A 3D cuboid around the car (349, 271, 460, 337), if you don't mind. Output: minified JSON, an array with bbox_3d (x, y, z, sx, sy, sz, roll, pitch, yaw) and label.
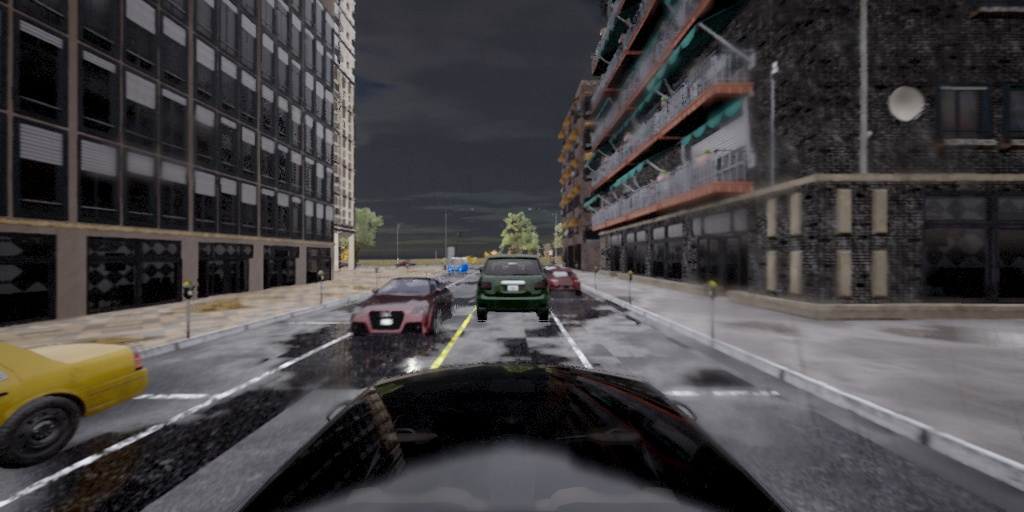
[{"bbox_3d":[-2.846,1.301,10.119,1.994,1.385,4.181,0,0,0],"label":"car"}]

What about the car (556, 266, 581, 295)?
[{"bbox_3d":[2.570,1.305,19.003,1.802,1.307,4.207,0,0,0],"label":"car"}]

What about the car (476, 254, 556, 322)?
[{"bbox_3d":[0.019,0.956,12.377,2.150,2.045,5.566,0,0,0],"label":"car"}]

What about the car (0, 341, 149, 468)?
[{"bbox_3d":[-5.315,1.274,2.268,1.751,1.417,4.829,0,0,0],"label":"car"}]

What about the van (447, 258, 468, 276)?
[{"bbox_3d":[-5.337,1.036,35.635,1.690,1.789,3.998,0,0,0],"label":"van"}]
